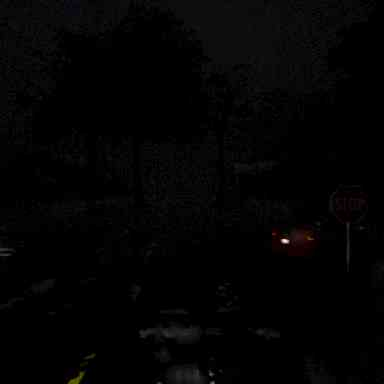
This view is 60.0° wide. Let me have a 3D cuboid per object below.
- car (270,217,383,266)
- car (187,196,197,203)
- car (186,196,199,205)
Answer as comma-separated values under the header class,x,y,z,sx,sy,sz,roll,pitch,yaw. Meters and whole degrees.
class,x,y,z,sx,sy,sz,roll,pitch,yaw
car,4.726,1.555,11.320,4.181,1.385,1.994,1,-1,-27
car,-0.010,1.512,67.396,1.837,1.490,4.892,0,0,0
car,0.079,1.508,55.885,1.994,1.385,4.181,0,0,1
